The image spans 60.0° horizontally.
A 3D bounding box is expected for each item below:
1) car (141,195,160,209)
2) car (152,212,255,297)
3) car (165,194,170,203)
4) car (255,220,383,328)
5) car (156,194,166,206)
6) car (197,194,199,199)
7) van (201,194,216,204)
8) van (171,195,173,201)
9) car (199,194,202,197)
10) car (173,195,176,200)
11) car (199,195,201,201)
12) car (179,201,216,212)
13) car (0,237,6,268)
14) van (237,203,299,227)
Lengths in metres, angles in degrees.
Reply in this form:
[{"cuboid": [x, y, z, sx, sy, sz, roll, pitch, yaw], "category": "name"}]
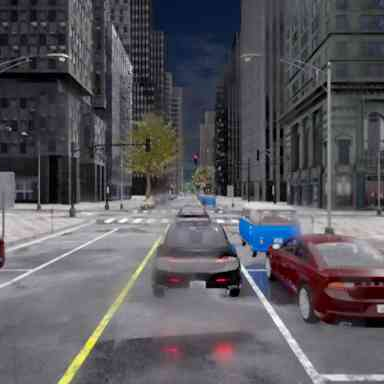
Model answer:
[{"cuboid": [-5.829, 1.514, 44.934, 1.752, 1.417, 4.829, 0, 0, 0], "category": "car"}, {"cuboid": [0.089, 1.486, 8.542, 2.128, 1.511, 4.902, 0, 0, 0], "category": "car"}, {"cuboid": [-5.844, 1.308, 60.973, 2.192, 1.841, 5.009, 0, 0, 0], "category": "car"}, {"cuboid": [2.769, 1.540, 7.004, 1.887, 1.381, 4.507, 0, 0, 0], "category": "car"}, {"cuboid": [-5.838, 1.536, 55.684, 1.887, 1.381, 4.507, 0, 0, 0], "category": "car"}, {"cuboid": [2.664, 1.549, 72.166, 2.008, 1.369, 4.403, 0, 0, 0], "category": "car"}, {"cuboid": [2.695, 1.330, 50.514, 1.690, 1.788, 3.998, 0, 0, 0], "category": "van"}, {"cuboid": [-5.867, 1.343, 76.840, 1.690, 1.788, 3.998, 0, 0, 0], "category": "van"}, {"cuboid": [2.679, 1.537, 61.340, 1.887, 1.381, 4.507, 0, 0, 0], "category": "car"}, {"cuboid": [-5.882, 1.576, 87.417, 1.947, 1.339, 4.313, 0, 0, 0], "category": "car"}, {"cuboid": [2.687, 1.557, 55.927, 1.947, 1.339, 4.313, 0, 0, 0], "category": "car"}, {"cuboid": [0.061, 1.483, 17.927, 2.128, 1.511, 4.902, 0, 0, 1], "category": "car"}, {"cuboid": [-5.786, 1.540, 7.010, 1.887, 1.381, 4.507, 0, 0, 0], "category": "car"}, {"cuboid": [2.763, 1.334, 12.529, 1.690, 1.788, 3.998, 0, 0, 0], "category": "van"}]
